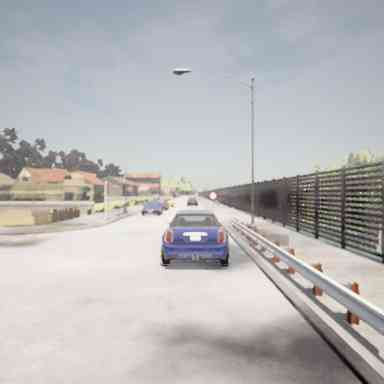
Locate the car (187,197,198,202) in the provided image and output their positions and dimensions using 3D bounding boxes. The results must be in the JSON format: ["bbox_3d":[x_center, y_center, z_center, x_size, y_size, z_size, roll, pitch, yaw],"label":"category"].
[{"bbox_3d":[0.114,1.808,59.874,1.994,1.385,4.181,0,0,0],"label":"car"}]

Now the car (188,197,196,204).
[{"bbox_3d":[0.012,1.813,70.910,1.812,1.442,4.674,0,0,0],"label":"car"}]

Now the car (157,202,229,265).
[{"bbox_3d":[0.101,1.401,12.005,2.097,1.767,4.553,0,0,0],"label":"car"}]

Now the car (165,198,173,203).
[{"bbox_3d":[-4.059,1.729,44.508,2.033,1.411,5.357,0,0,0],"label":"car"}]

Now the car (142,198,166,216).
[{"bbox_3d":[-4.079,1.668,34.740,1.812,1.442,4.674,0,0,0],"label":"car"}]
